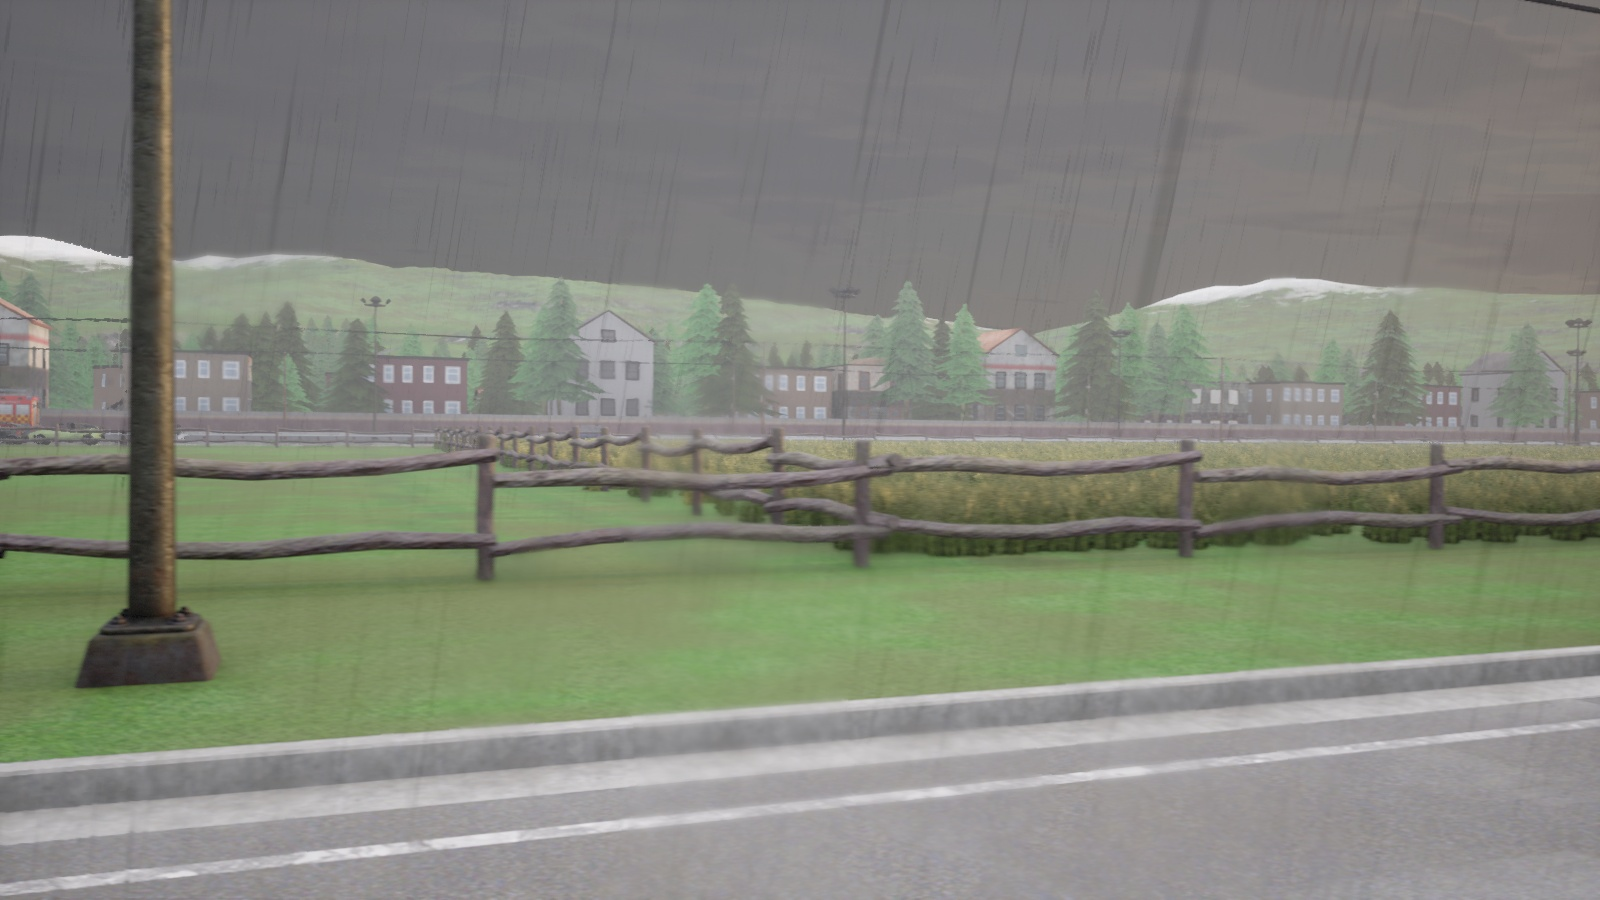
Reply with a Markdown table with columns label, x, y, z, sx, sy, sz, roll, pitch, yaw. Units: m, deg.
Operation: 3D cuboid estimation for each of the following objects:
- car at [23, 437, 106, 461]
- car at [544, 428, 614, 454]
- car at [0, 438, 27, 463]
| label | x | y | z | sx | sy | sz | roll | pitch | yaw |
| --- | --- | --- | --- | --- | --- | --- | --- | --- | --- |
| car | -49.300 | -0.071 | 84.299 | 4.514 | 1.525 | 2.007 | -1 | 1 | -21 |
| car | -15.715 | -0.655 | 89.398 | 4.553 | 1.767 | 2.097 | -1 | 1 | -21 |
| car | -51.427 | 0.063 | 79.767 | 3.705 | 1.549 | 1.789 | -1 | 1 | -21 |
